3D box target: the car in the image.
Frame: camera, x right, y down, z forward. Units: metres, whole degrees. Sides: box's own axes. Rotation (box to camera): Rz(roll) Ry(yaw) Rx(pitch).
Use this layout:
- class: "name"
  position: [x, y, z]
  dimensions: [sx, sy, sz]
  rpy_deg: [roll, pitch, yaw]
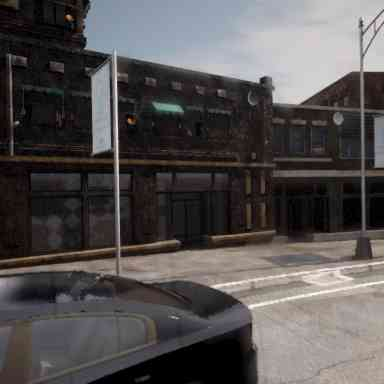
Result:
- class: "car"
  position: [-1.726, 1.478, 2.553]
  dimensions: [5.008, 1.535, 1.882]
  rpy_deg: [0, 0, -33]
